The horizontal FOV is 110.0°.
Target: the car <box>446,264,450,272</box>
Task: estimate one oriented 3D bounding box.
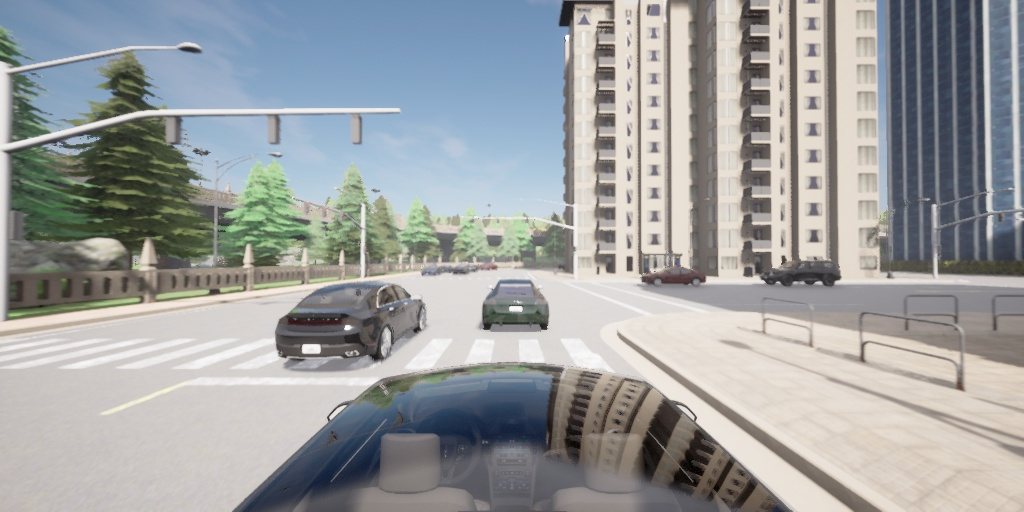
[{"bbox_3d":[-10.355,2.025,56.537,1.994,1.385,4.181,0,-1,4],"label":"car"}]

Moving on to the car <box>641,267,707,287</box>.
[{"bbox_3d":[13.041,1.646,29.088,5.008,1.535,1.882,0,-1,-1],"label":"car"}]

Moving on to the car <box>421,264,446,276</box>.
[{"bbox_3d":[-10.522,1.888,47.318,2.033,1.411,5.357,0,-1,0],"label":"car"}]

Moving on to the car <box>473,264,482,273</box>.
[{"bbox_3d":[-6.728,1.996,59.744,2.128,1.511,4.902,0,-1,2],"label":"car"}]

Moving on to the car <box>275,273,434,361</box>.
[{"bbox_3d":[-3.402,1.344,8.516,1.837,1.490,4.892,0,0,0],"label":"car"}]

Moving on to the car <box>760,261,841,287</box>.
[{"bbox_3d":[23.421,1.395,29.203,5.566,2.045,2.150,0,-1,0],"label":"car"}]

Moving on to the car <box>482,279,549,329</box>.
[{"bbox_3d":[0.106,1.447,11.860,1.994,1.385,4.181,0,-1,0],"label":"car"}]

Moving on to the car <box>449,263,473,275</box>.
[{"bbox_3d":[-6.996,1.973,49.621,1.895,1.301,4.718,0,-1,1],"label":"car"}]
